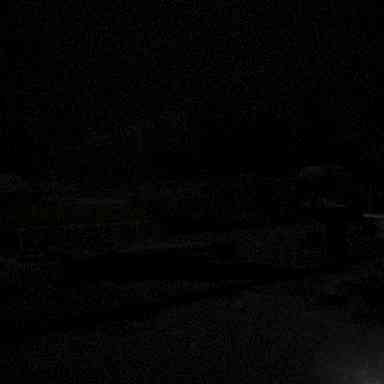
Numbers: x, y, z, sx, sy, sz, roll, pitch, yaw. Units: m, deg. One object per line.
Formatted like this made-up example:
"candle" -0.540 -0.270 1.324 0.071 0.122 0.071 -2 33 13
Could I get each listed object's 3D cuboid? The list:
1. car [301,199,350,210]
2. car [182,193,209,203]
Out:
"car" 13.694 1.477 34.306 1.882 1.535 5.008 0 0 -35
"car" 0.498 1.221 53.237 2.150 2.045 5.566 0 0 -35
